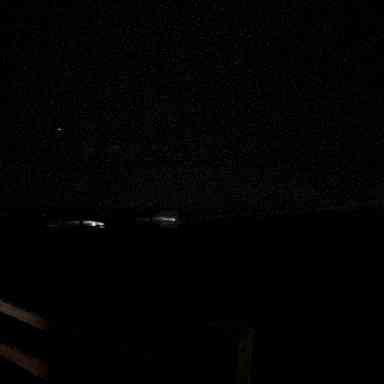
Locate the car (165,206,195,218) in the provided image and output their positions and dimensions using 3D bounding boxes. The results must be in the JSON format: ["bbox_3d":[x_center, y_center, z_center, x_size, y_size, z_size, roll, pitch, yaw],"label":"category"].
[{"bbox_3d":[-1.476,2.532,42.760,1.837,1.490,4.892,3,0,36],"label":"car"}]

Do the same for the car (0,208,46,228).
[{"bbox_3d":[-13.600,1.951,25.873,1.994,1.385,4.181,3,0,36],"label":"car"}]

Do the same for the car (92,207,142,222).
[{"bbox_3d":[-7.568,2.257,34.297,2.033,1.411,5.357,3,0,36],"label":"car"}]
